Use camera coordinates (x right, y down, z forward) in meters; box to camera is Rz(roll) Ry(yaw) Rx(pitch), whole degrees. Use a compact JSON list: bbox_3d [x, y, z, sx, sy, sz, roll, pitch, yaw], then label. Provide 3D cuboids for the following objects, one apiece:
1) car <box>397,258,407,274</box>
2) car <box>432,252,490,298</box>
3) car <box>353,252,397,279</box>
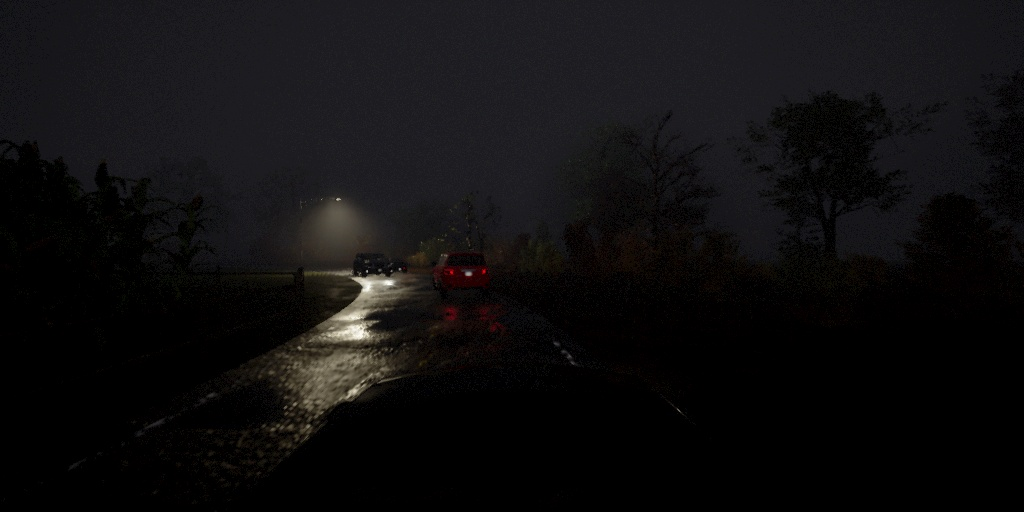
[{"bbox_3d":[-11.709,0.926,34.715,1.837,1.490,4.892,0,1,-37],"label":"car"},{"bbox_3d":[-2.640,0.816,17.666,2.150,2.045,5.566,0,1,-18],"label":"car"},{"bbox_3d":[-11.639,0.706,29.741,2.150,2.045,5.566,0,1,-34],"label":"car"}]
